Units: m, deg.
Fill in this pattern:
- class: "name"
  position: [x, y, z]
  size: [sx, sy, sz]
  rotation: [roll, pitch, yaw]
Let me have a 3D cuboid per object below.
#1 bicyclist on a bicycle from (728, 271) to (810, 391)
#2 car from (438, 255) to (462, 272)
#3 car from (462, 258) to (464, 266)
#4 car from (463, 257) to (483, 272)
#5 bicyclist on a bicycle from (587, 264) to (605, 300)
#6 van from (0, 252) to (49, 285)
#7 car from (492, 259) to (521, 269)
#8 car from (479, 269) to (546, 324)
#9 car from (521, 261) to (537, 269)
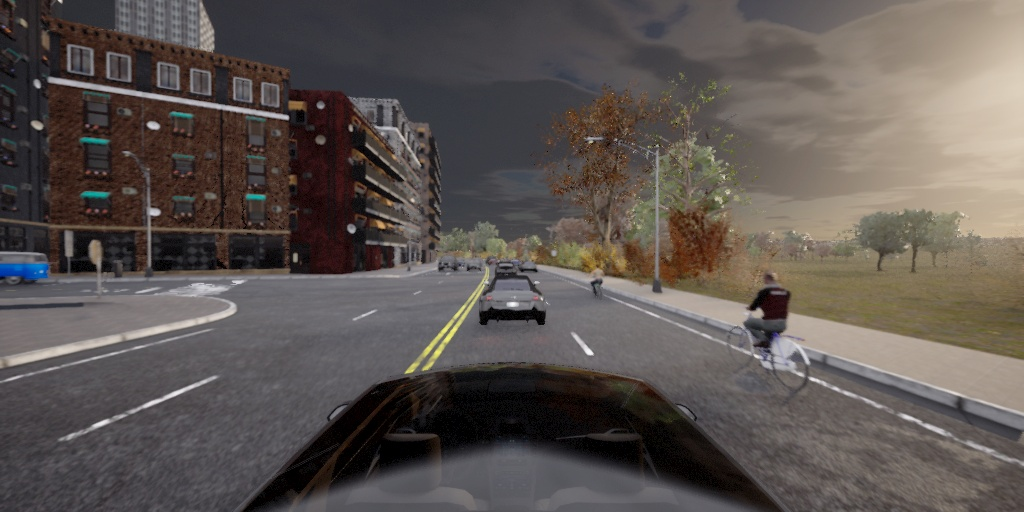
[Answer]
- class: "bicyclist on a bicycle"
  position: [4.108, 1.115, 5.906]
  size: [0.659, 1.776, 1.843]
  rotation: [0, 0, 0]
- class: "car"
  position: [-8.063, 0.943, 45.692]
  size: [2.150, 2.045, 5.566]
  rotation: [0, 0, -3]
- class: "car"
  position: [-9.423, 1.048, 63.793]
  size: [2.097, 1.767, 4.553]
  rotation: [0, 0, -5]
- class: "car"
  position: [-4.812, 1.221, 45.701]
  size: [1.837, 1.490, 4.892]
  rotation: [0, 0, -4]
- class: "bicyclist on a bicycle"
  position: [3.919, 1.172, 16.551]
  size: [0.866, 1.612, 1.509]
  rotation: [0, 0, -1]
- class: "van"
  position: [-27.943, 0.648, 19.130]
  size: [3.998, 1.789, 1.690]
  rotation: [0, 0, -30]
- class: "car"
  position: [-0.545, 1.232, 30.211]
  size: [1.837, 1.490, 4.892]
  rotation: [0, 0, -2]
- class: "car"
  position: [-0.010, 1.306, 11.928]
  size: [1.994, 1.385, 4.181]
  rotation: [0, 0, -1]
- class: "car"
  position: [1.956, 1.274, 44.343]
  size: [1.994, 1.385, 4.181]
  rotation: [0, 0, -3]
